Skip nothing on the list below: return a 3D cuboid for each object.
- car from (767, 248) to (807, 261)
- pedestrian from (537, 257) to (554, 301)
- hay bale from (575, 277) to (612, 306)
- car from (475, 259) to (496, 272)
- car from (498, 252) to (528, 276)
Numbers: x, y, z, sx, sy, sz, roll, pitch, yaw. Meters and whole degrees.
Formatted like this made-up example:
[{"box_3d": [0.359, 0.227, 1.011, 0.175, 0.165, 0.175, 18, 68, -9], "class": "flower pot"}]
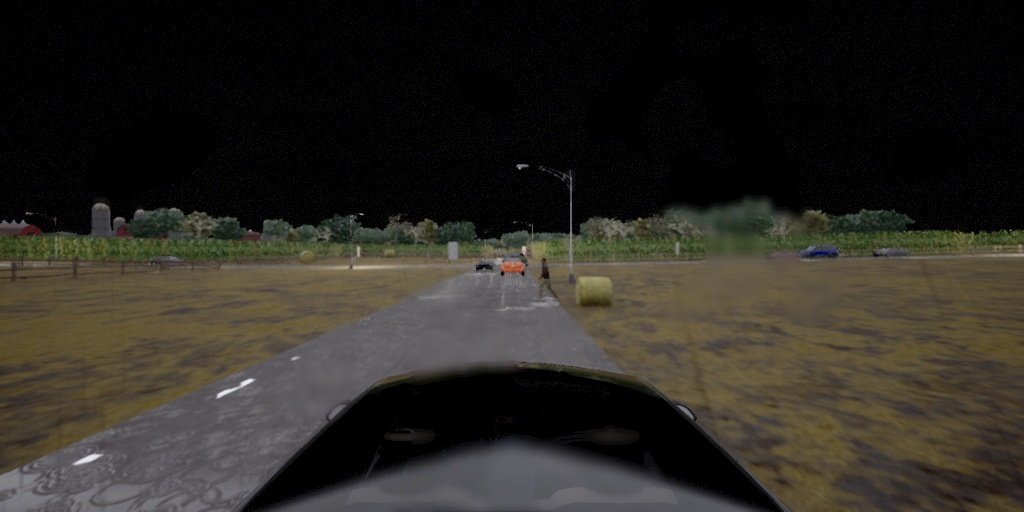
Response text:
[{"box_3d": [39.080, 0.023, 51.460, 4.181, 1.385, 1.994, -1, 2, 0], "class": "car"}, {"box_3d": [1.375, 0.929, 14.736, 0.375, 1.860, 0.375, -2, 2, -10], "class": "pedestrian"}, {"box_3d": [3.125, 1.299, 13.881, 1.220, 1.180, 1.240, 0, 0, 0], "class": "hay bale"}, {"box_3d": [-2.781, 0.979, 38.124, 1.895, 1.301, 4.718, 0, 1, 1], "class": "car"}, {"box_3d": [0.077, 0.796, 32.672, 2.097, 1.767, 4.553, 0, 1, 0], "class": "car"}]
